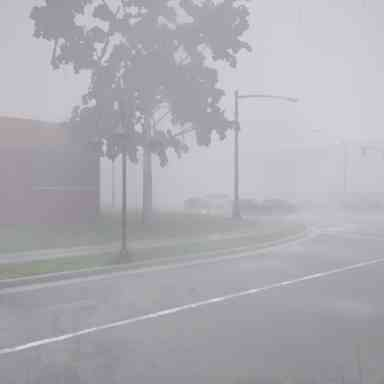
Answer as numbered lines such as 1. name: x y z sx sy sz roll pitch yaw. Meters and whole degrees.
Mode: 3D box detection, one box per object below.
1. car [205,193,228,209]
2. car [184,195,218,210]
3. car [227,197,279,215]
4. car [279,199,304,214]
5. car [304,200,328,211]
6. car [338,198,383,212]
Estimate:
1. car: 3.606 1.219 44.987 2.150 2.045 5.566 0 0 -34
2. car: 0.761 1.503 42.936 1.837 1.490 4.892 0 0 -33
3. car: 6.278 1.475 34.673 1.882 1.535 5.008 0 0 -34
4. car: 9.320 1.503 36.417 1.837 1.490 4.892 0 0 -34
5. car: 14.464 1.597 41.653 1.895 1.301 4.718 0 0 -34
6. car: 20.018 1.474 39.672 1.882 1.535 5.008 0 0 -34
